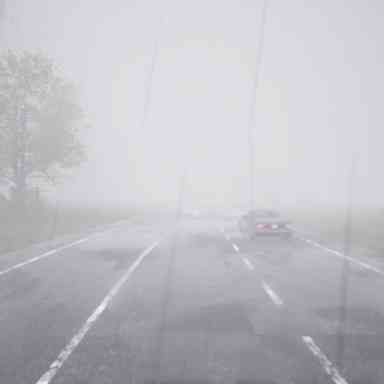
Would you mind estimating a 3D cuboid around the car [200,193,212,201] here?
[{"bbox_3d":[3.507,1.186,77.715,2.097,1.767,4.553,0,0,0],"label":"car"}]

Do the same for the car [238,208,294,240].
[{"bbox_3d":[3.503,1.510,16.618,2.033,1.411,5.357,0,0,0],"label":"car"}]

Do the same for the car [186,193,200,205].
[{"bbox_3d":[0.001,1.403,56.225,1.812,1.442,4.674,0,0,0],"label":"car"}]
